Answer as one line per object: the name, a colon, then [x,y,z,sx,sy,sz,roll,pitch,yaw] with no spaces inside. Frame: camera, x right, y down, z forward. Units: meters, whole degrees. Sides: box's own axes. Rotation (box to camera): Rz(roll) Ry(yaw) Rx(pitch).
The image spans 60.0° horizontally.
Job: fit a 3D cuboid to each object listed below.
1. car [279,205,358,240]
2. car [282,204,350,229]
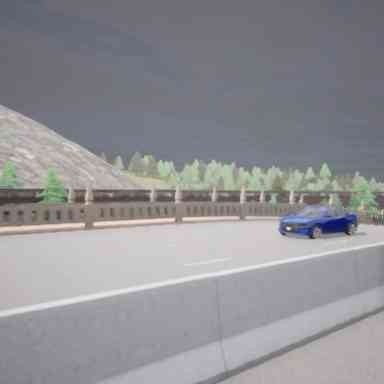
car: [6.641,1.512,17.319,5.008,1.535,1.882,1,-1,-35]
car: [8.660,1.640,23.053,5.008,1.535,1.882,3,-1,-35]
